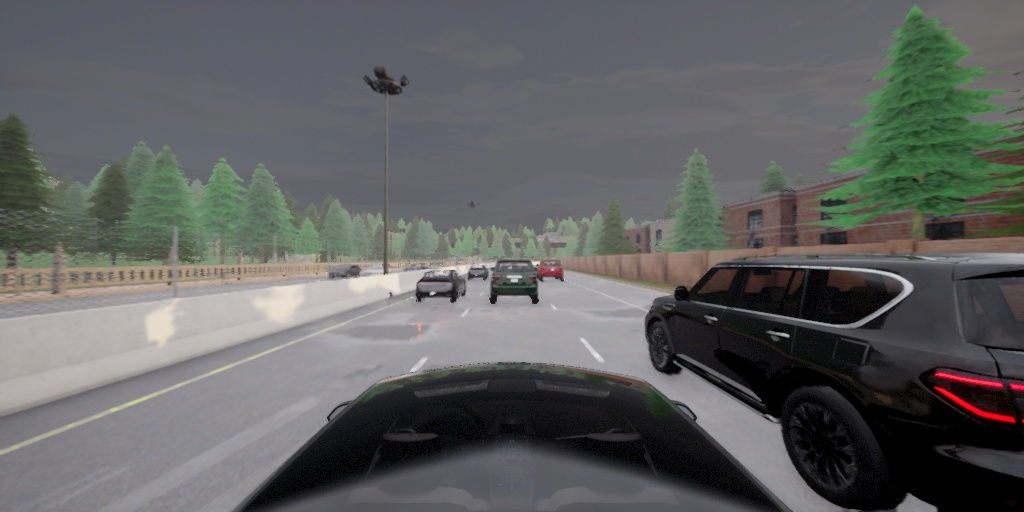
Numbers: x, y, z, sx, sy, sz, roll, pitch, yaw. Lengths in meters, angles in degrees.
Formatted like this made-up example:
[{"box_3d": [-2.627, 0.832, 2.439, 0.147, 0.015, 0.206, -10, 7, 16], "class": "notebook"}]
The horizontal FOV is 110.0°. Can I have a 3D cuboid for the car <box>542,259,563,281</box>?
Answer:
[{"box_3d": [3.605, 1.335, 34.578, 2.150, 2.045, 5.566, 0, 0, 0], "class": "car"}]

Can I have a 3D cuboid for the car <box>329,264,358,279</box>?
[{"box_3d": [-17.581, 1.658, 38.132, 1.837, 1.490, 4.892, 0, -1, 0], "class": "car"}]

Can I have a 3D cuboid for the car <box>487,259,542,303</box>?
[{"box_3d": [0.102, 1.153, 17.984, 2.150, 2.045, 5.566, 0, 0, 0], "class": "car"}]

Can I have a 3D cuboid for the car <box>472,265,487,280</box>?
[{"box_3d": [-3.394, 1.627, 36.541, 2.128, 1.511, 4.902, 0, -1, 0], "class": "car"}]

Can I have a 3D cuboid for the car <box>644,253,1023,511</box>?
[{"box_3d": [3.600, 1.003, 4.501, 2.150, 2.045, 5.566, 0, 0, 0], "class": "car"}]

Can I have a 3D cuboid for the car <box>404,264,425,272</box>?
[{"box_3d": [-10.581, 1.662, 39.748, 2.128, 1.511, 4.902, 0, -1, 0], "class": "car"}]

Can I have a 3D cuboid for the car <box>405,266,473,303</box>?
[{"box_3d": [-3.397, 1.420, 17.818, 2.128, 1.511, 4.902, 0, -1, 0], "class": "car"}]

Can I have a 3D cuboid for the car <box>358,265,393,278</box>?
[{"box_3d": [-14.083, 1.676, 37.893, 1.812, 1.442, 4.674, 0, -1, 0], "class": "car"}]
